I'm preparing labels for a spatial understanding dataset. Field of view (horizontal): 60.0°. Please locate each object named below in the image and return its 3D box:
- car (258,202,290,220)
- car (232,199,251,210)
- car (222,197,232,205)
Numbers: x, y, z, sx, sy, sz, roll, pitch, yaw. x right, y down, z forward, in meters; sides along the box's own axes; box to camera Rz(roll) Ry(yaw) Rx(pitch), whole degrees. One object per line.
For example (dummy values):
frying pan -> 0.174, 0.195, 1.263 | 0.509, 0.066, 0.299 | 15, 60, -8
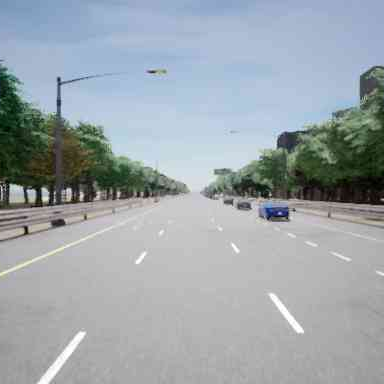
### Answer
car -> 7.036, 1.578, 29.008 | 1.882, 1.535, 5.008 | 0, 0, 0
car -> 7.102, 1.686, 46.657 | 1.812, 1.442, 4.674 | 0, 0, 0
car -> 7.219, 1.762, 66.544 | 1.812, 1.442, 4.674 | 0, 0, 0
